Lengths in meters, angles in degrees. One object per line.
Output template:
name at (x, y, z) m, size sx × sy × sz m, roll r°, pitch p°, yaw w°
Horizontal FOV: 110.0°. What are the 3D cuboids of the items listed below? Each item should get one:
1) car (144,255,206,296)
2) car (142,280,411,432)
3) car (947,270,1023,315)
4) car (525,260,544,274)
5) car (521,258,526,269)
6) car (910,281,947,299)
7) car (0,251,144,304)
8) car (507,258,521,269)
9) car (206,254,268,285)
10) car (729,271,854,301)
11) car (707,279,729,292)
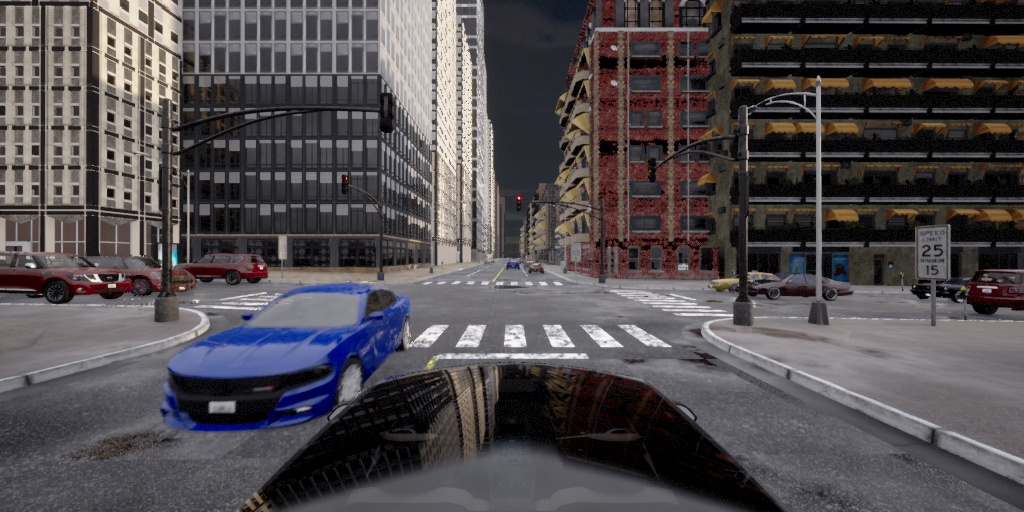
car at (-17.002, 0.813, 16.041) m, size 4.553 × 1.767 × 2.097 m, roll 1°, pitch 0°, yaw 0°
car at (-3.038, 1.228, 6.044) m, size 1.882 × 1.535 × 5.008 m, roll 1°, pitch 0°, yaw -4°
car at (20.612, 1.461, 13.769) m, size 5.009 × 1.841 × 2.192 m, roll 0°, pitch 0°, yaw 0°
car at (2.785, 1.341, 41.783) m, size 1.802 × 1.307 × 4.207 m, roll 0°, pitch 0°, yaw 0°
car at (2.749, 1.317, 54.700) m, size 2.007 × 1.370 × 4.403 m, roll 0°, pitch 0°, yaw 0°
car at (24.883, 1.839, 19.560) m, size 4.718 × 1.301 × 1.895 m, roll 1°, pitch 0°, yaw -1°
car at (-17.562, 0.757, 13.446) m, size 5.009 × 1.841 × 2.192 m, roll 0°, pitch 0°, yaw 0°
car at (0.159, 1.245, 55.268) m, size 1.882 × 1.535 × 5.008 m, roll 0°, pitch 0°, yaw 0°
car at (-17.688, 0.776, 21.826) m, size 5.009 × 1.841 × 2.192 m, roll 0°, pitch 0°, yaw 0°
car at (15.253, 1.610, 19.485) m, size 5.357 × 1.411 × 2.033 m, roll 1°, pitch 0°, yaw 0°
car at (14.653, 1.587, 22.072) m, size 4.829 × 1.417 × 1.751 m, roll 0°, pitch 0°, yaw 0°
